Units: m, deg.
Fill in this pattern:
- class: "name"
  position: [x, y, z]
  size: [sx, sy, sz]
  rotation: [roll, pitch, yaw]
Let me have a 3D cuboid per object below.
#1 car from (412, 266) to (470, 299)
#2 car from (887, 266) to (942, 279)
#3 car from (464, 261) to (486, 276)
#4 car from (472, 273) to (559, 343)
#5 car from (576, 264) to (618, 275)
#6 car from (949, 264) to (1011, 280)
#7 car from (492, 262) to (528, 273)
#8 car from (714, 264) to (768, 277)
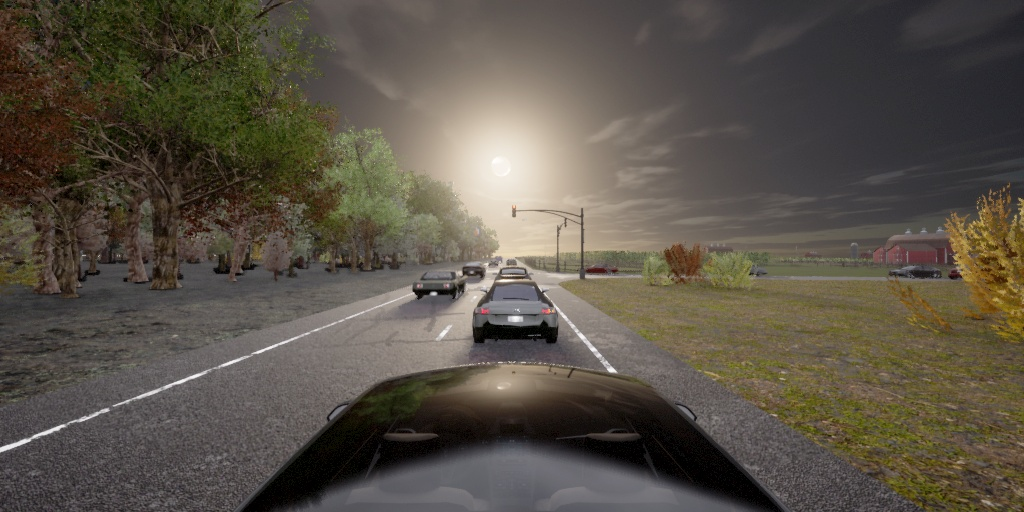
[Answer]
- class: "car"
  position: [-3.445, 1.354, 17.941]
  size: [1.895, 1.301, 4.718]
  rotation: [0, 0, 0]
- class: "car"
  position: [45.939, 1.817, 40.979]
  size: [4.892, 1.490, 1.837]
  rotation: [1, -1, 0]
- class: "car"
  position: [-3.486, 1.233, 33.369]
  size: [1.882, 1.535, 5.008]
  rotation: [0, 0, 0]
- class: "car"
  position: [0.076, 1.316, 9.665]
  size: [1.994, 1.385, 4.181]
  rotation: [0, 0, 0]
- class: "car"
  position: [9.826, 1.526, 41.728]
  size: [4.718, 1.301, 1.895]
  rotation: [0, -1, 10]
- class: "car"
  position: [48.806, 1.633, 37.413]
  size: [4.553, 1.767, 2.097]
  rotation: [1, -1, 0]
- class: "car"
  position: [0.059, 1.259, 18.565]
  size: [1.837, 1.490, 4.892]
  rotation: [0, 0, 0]
- class: "car"
  position: [26.136, 1.641, 41.050]
  size: [5.357, 1.411, 2.033]
  rotation: [1, -1, 0]
